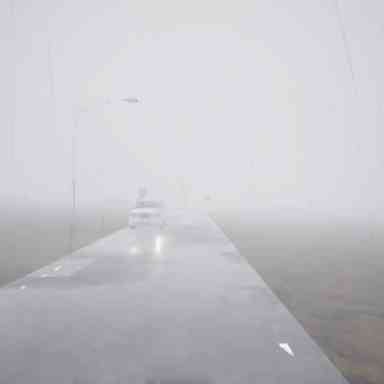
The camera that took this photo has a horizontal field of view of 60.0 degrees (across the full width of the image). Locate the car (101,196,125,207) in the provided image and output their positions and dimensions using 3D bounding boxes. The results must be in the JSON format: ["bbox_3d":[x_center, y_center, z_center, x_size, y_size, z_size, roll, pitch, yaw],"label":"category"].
[{"bbox_3d":[-11.858,1.488,52.506,4.902,1.511,2.128,3,-2,0],"label":"car"}]

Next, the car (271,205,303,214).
[{"bbox_3d":[15.019,2.723,52.660,4.718,1.301,1.895,2,-2,0],"label":"car"}]

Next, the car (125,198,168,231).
[{"bbox_3d":[-2.855,1.451,22.976,2.150,2.045,5.566,0,-1,0],"label":"car"}]
